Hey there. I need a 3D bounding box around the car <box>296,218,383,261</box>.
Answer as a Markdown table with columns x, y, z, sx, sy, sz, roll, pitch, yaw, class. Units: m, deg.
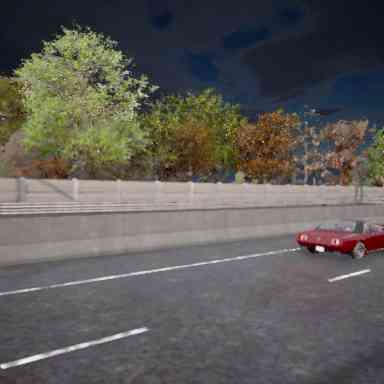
| x | y | z | sx | sy | sz | roll | pitch | yaw | class |
| --- | --- | --- | --- | --- | --- | --- | --- | --- | --- |
| 6.153 | 1.647 | 12.508 | 4.718 | 1.301 | 1.895 | 0 | 0 | -35 | car |
